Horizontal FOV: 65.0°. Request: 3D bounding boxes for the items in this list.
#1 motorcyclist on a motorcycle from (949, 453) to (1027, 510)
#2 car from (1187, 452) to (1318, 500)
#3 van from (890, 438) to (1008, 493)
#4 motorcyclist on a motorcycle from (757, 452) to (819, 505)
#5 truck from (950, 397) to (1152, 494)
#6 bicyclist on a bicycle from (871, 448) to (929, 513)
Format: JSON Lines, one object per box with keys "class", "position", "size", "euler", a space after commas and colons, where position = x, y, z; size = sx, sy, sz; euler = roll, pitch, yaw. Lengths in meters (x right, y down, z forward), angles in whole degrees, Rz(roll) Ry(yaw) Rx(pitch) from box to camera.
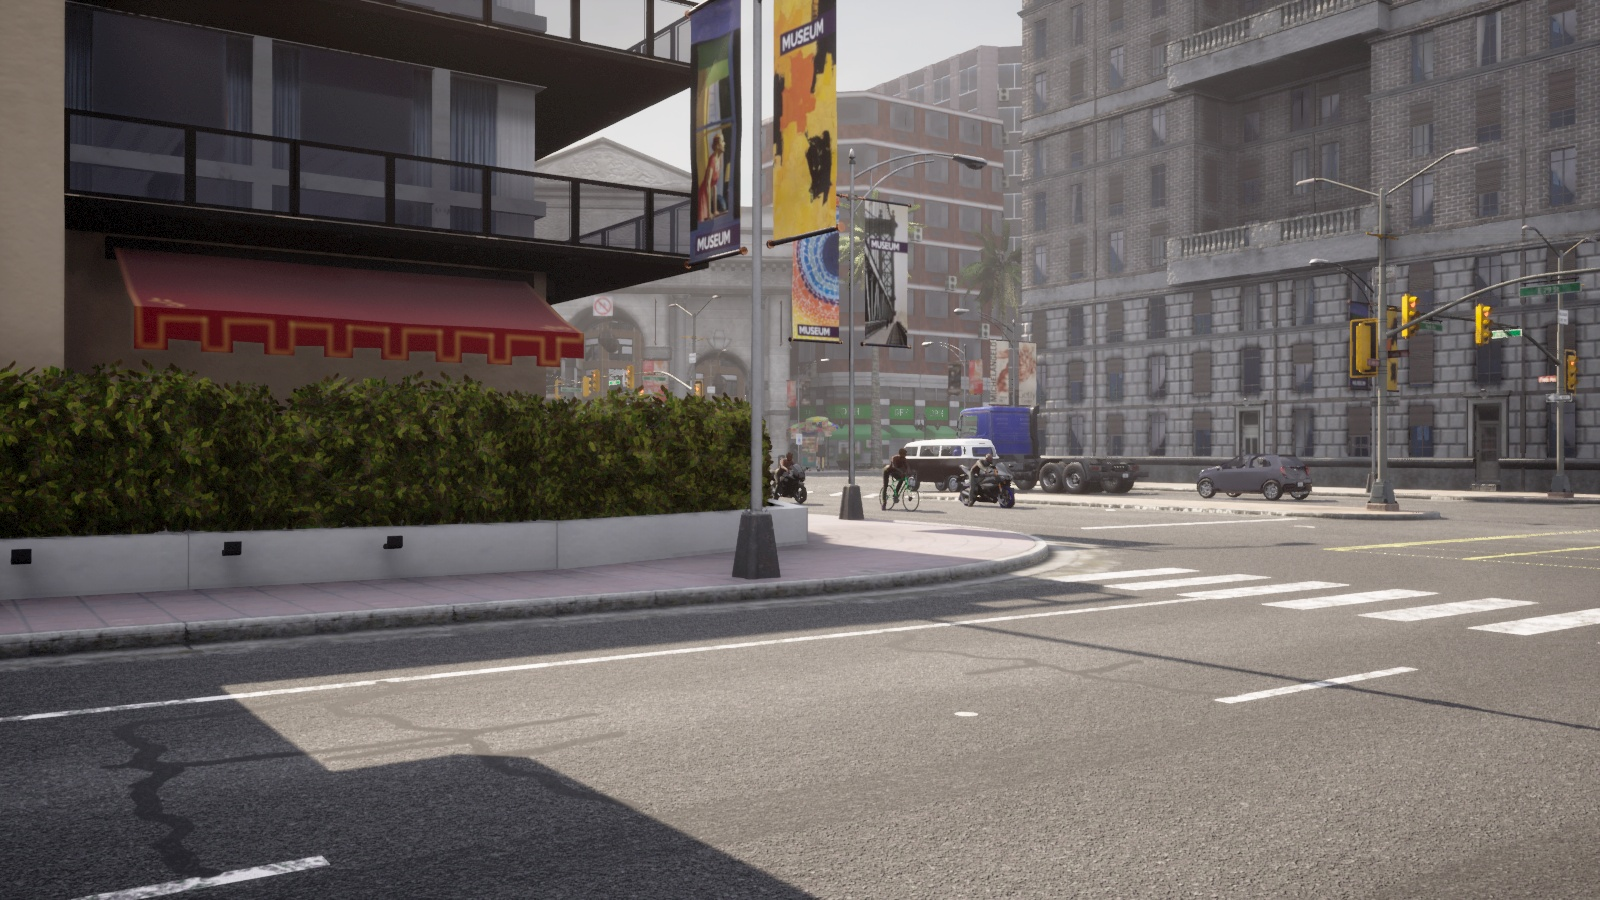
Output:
{"class": "motorcyclist on a motorcycle", "position": [5.192, 0.854, 34.869], "size": [0.866, 1.530, 2.191], "euler": [0, 0, -35]}
{"class": "car", "position": [14.795, 0.828, 41.201], "size": [1.845, 1.501, 3.633], "euler": [0, 0, -35]}
{"class": "van", "position": [5.675, 0.574, 48.287], "size": [2.069, 2.038, 4.480], "euler": [0, 0, -34]}
{"class": "motorcyclist on a motorcycle", "position": [-0.372, 0.818, 36.784], "size": [0.797, 1.523, 2.044], "euler": [0, 0, -35]}
{"class": "truck", "position": [9.565, -0.138, 48.807], "size": [2.891, 3.462, 7.936], "euler": [0, 0, -35]}
{"class": "bicyclist on a bicycle", "position": [2.565, 0.772, 32.513], "size": [0.582, 1.620, 1.656], "euler": [0, 0, -35]}
